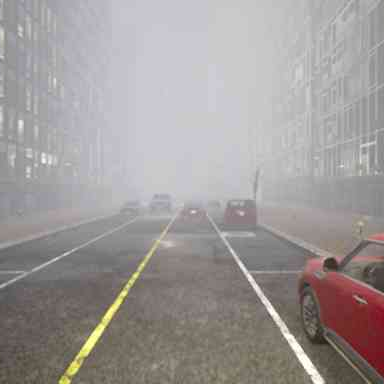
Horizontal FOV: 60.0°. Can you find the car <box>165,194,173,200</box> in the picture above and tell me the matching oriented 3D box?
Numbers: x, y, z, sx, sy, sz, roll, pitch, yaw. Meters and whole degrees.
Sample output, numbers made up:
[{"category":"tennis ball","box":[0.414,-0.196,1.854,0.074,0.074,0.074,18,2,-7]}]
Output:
[{"category":"car","box":[-5.699,1.213,82.944,1.752,1.417,4.829,0,0,0]}]

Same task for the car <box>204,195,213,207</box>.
[{"category":"car","box":[2.686,1.416,43.234,1.887,1.381,4.507,0,0,0]}]

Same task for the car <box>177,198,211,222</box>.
[{"category":"car","box":[0.098,1.437,25.798,2.163,1.488,4.792,0,0,0]}]

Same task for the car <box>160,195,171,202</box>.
[{"category":"car","box":[-5.697,1.311,71.719,1.947,1.339,4.313,0,0,0]}]

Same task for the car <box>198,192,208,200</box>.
[{"category":"car","box":[2.682,1.002,83.113,2.192,1.841,5.009,0,0,0]}]

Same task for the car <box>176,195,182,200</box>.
[{"category":"car","box":[-3.010,1.256,74.678,1.895,1.301,4.718,0,0,0]}]

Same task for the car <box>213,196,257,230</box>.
[{"category":"car","box":[2.689,1.264,20.441,2.192,1.841,5.009,0,0,0]}]

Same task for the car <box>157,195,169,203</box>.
[{"category":"car","box":[-5.697,1.323,66.023,2.008,1.369,4.403,0,0,0]}]

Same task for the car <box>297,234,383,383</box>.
[{"category":"car","box":[2.690,1.308,3.350,2.192,1.841,5.009,0,0,0]}]

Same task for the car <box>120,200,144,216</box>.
[{"category":"car","box":[-5.694,1.479,31.838,1.947,1.339,4.313,0,0,0]}]

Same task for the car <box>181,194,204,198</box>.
[{"category":"car","box":[0.094,1.380,42.037,2.163,1.488,4.792,0,0,0]}]

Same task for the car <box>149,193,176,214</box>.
[{"category":"car","box":[-3.103,1.123,34.426,2.150,2.045,5.566,0,1,0]}]

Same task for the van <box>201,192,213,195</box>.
[{"category":"van","box":[2.685,1.164,54.626,1.690,1.788,3.998,0,0,0]}]
